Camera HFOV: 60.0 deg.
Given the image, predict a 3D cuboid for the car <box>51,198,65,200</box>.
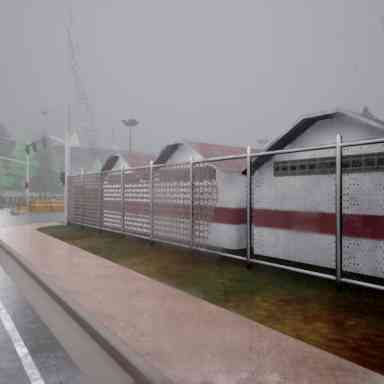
[{"bbox_3d":[-17.132,1.504,42.327,4.892,1.490,1.837,0,0,-38],"label":"car"}]
